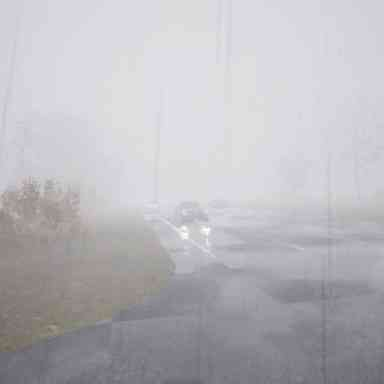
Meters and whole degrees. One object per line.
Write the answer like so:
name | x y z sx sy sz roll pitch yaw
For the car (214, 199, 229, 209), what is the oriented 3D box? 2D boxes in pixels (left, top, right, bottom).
car | 3.454 1.563 44.578 1.895 1.301 4.718 -2 0 -11

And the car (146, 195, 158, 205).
car | -8.290 1.960 70.833 2.128 1.511 4.902 -2 0 -7

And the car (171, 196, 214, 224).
car | -0.095 1.450 25.794 2.097 1.767 4.553 -2 0 -11

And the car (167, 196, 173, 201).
car | -5.863 1.823 93.468 1.882 1.535 5.008 -2 0 -11
